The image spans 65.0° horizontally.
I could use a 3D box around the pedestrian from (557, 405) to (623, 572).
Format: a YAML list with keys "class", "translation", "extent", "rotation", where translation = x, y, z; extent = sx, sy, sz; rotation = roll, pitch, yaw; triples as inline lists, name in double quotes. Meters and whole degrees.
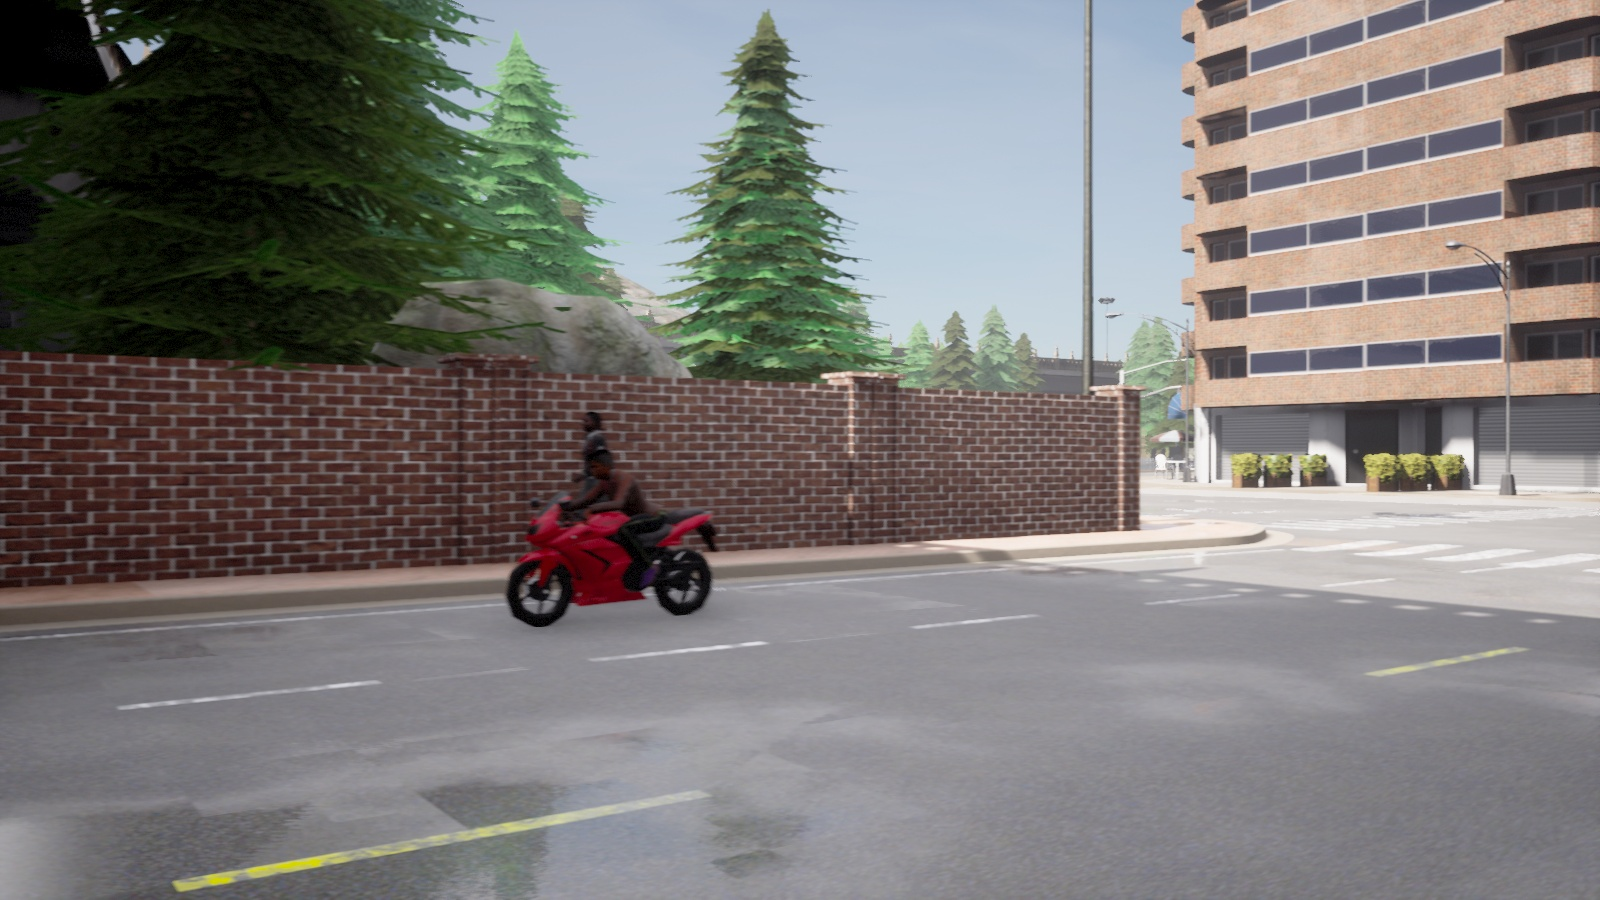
- class: "pedestrian"
  translation: [-2.492, 0.445, 14.901]
  extent: [0.666, 1.930, 0.402]
  rotation: [0, 0, -35]

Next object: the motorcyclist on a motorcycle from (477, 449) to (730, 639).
- class: "motorcyclist on a motorcycle"
  translation: [-1.698, 0.757, 11.005]
  extent: [2.044, 1.523, 0.797]
  rotation: [0, 0, -35]
